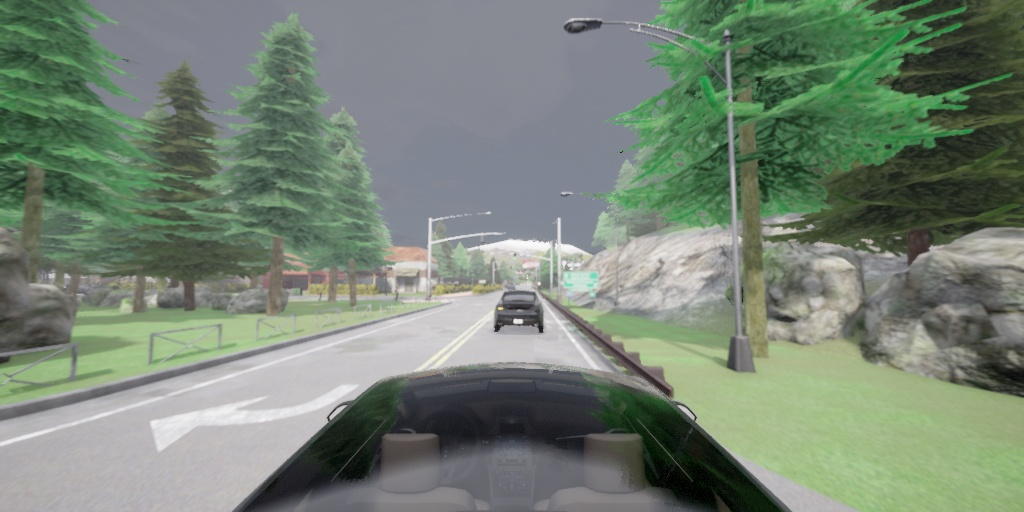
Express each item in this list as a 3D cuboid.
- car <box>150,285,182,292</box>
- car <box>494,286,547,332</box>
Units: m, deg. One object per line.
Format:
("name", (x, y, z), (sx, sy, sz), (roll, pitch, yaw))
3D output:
("car", (-43.118, 4.409, 45.155), (4.674, 1.442, 1.812), (0, -4, 10))
("car", (0.337, 2.152, 14.702), (1.837, 1.490, 4.892), (0, -4, 3))
